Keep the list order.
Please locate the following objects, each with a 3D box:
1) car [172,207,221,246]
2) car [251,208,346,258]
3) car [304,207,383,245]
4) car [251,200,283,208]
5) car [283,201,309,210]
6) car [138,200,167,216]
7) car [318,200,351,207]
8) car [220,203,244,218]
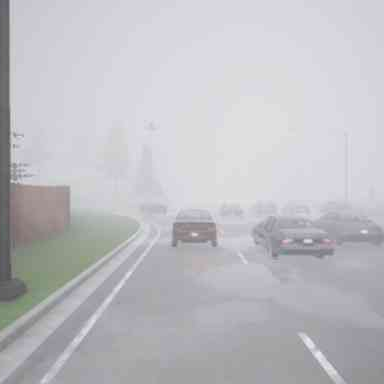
[{"bbox_3d":[0.100,1.518,15.506,1.882,1.535,5.008,0,0,0],"label":"car"},{"bbox_3d":[3.600,1.580,12.830,2.033,1.411,5.357,0,0,0],"label":"car"},{"bbox_3d":[7.100,1.605,15.693,1.994,1.385,4.181,0,0,0],"label":"car"},{"bbox_3d":[7.101,1.576,32.962,2.128,1.511,4.902,0,0,0],"label":"car"},{"bbox_3d":[10.588,1.613,34.011,1.812,1.442,4.674,0,0,0],"label":"car"},{"bbox_3d":[-4.101,1.565,33.947,1.882,1.535,5.008,0,0,-24],"label":"car"},{"bbox_3d":[14.101,1.590,33.029,1.837,1.490,4.892,0,0,0],"label":"car"},{"bbox_3d":[3.601,1.681,31.406,1.895,1.301,4.718,0,0,0],"label":"car"}]
